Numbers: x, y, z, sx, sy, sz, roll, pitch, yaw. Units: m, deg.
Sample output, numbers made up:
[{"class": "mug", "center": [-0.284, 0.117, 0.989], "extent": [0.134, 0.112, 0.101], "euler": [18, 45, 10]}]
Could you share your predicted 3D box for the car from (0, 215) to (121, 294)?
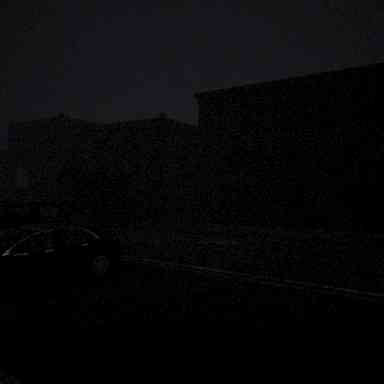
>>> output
[{"class": "car", "center": [-3.961, 1.559, 8.230], "extent": [2.231, 1.521, 4.892], "euler": [-1, 0, 35]}]

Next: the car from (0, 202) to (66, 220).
[{"class": "car", "center": [-6.265, 1.341, 9.829], "extent": [2.435, 2.045, 5.566], "euler": [-1, -1, 35]}]
